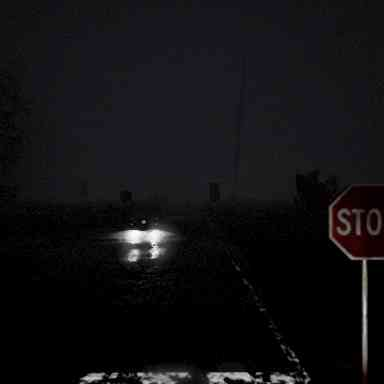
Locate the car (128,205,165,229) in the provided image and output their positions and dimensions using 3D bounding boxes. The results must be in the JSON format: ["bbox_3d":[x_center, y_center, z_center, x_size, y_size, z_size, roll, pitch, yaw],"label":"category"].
[{"bbox_3d":[-2.822,1.566,21.502,1.994,1.385,4.181,0,0,0],"label":"car"}]
